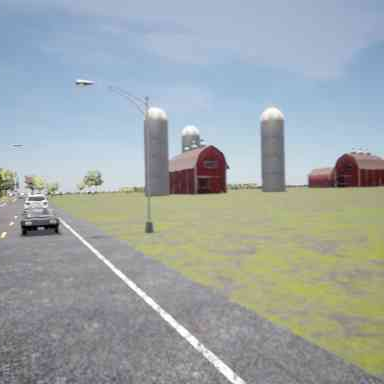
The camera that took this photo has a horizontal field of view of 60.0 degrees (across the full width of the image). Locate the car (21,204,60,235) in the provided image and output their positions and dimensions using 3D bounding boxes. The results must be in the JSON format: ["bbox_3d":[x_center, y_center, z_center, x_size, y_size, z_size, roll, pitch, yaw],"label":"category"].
[{"bbox_3d":[-8.969,1.656,19.664,1.895,1.301,4.718,-1,0,-25],"label":"car"}]

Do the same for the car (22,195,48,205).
[{"bbox_3d":[-16.784,1.325,35.895,2.150,2.045,5.566,-1,1,-26],"label":"car"}]
